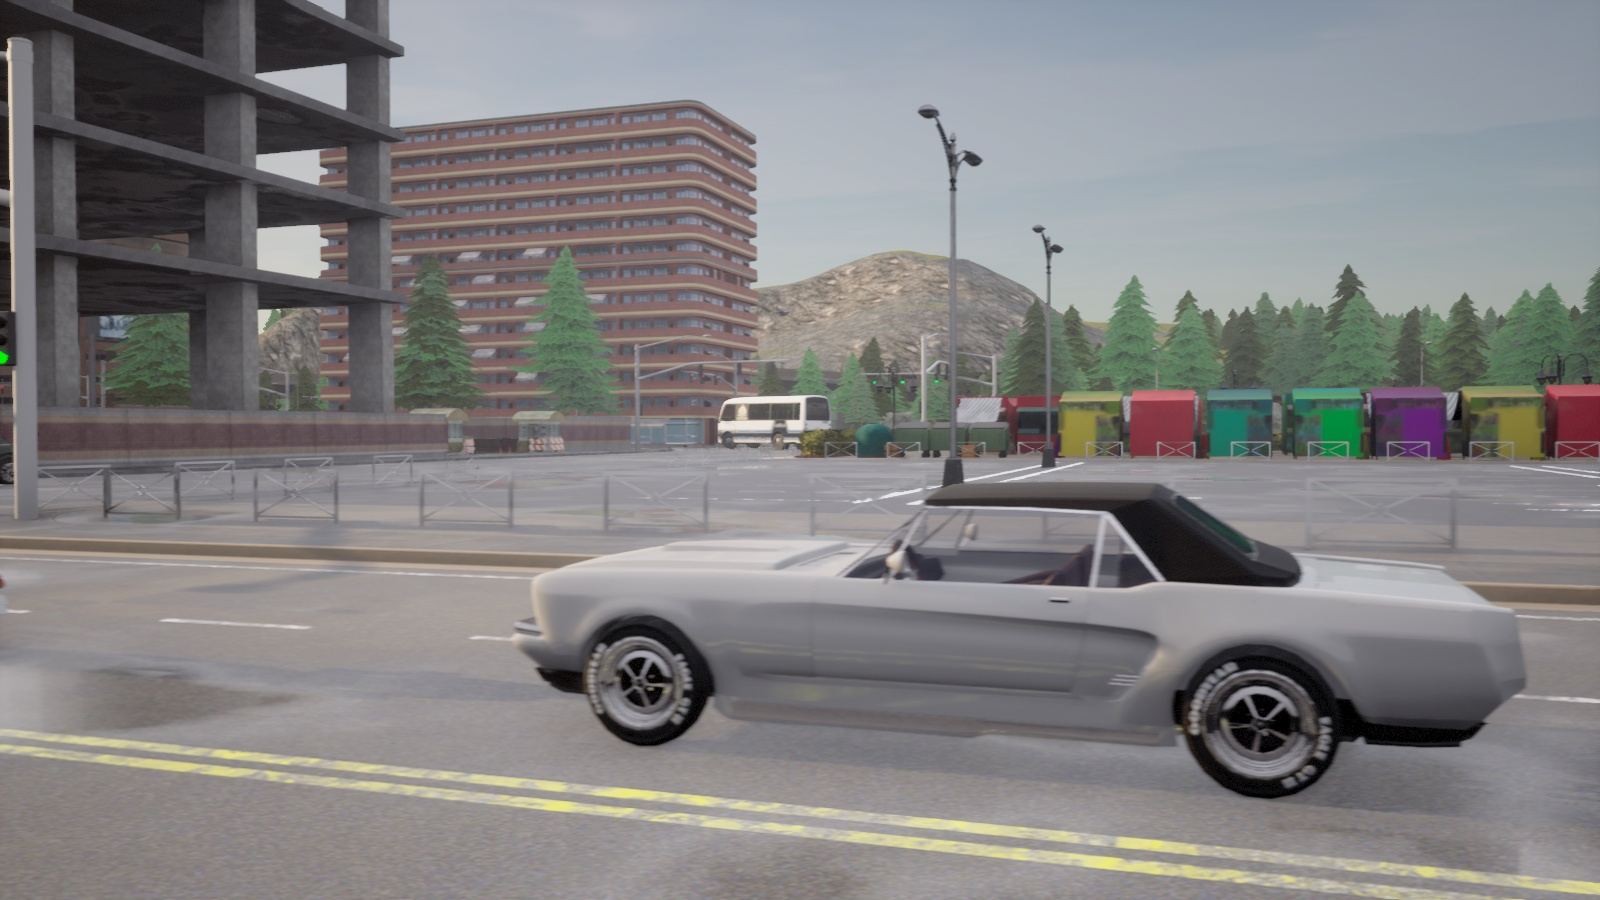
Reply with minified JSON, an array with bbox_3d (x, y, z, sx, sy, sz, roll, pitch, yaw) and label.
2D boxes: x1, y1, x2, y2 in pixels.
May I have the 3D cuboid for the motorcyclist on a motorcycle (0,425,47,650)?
[{"bbox_3d":[-6.516,0.610,9.075,1.817,1.590,0.866,1,1,19],"label":"motorcyclist on a motorcycle"}]

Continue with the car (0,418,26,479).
[{"bbox_3d":[-24.511,-0.025,35.148,2.097,1.767,4.553,1,1,18],"label":"car"}]

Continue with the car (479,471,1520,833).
[{"bbox_3d":[0.890,0.825,6.587,4.718,1.301,1.895,1,1,19],"label":"car"}]
